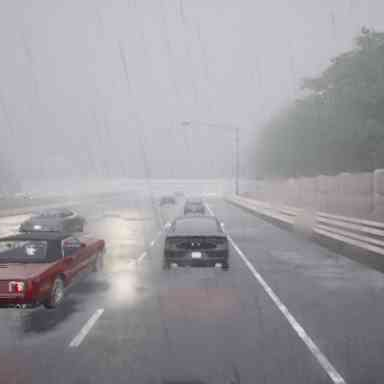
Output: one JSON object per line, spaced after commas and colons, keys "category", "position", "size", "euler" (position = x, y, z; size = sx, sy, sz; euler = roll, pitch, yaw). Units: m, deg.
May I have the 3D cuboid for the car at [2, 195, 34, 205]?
{"category": "car", "position": [-24.314, 1.102, 46.710], "size": [1.895, 1.301, 4.718], "euler": [0, 1, 1]}

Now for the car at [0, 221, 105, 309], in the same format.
{"category": "car", "position": [-3.489, 1.608, 7.792], "size": [1.895, 1.301, 4.718], "euler": [0, 0, 0]}

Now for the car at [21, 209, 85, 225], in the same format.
{"category": "car", "position": [-6.859, 1.525, 16.778], "size": [1.994, 1.385, 4.181], "euler": [0, 0, 0]}

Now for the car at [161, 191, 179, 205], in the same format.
{"category": "car", "position": [-3.251, 0.979, 46.694], "size": [1.882, 1.535, 5.008], "euler": [0, 1, 1]}

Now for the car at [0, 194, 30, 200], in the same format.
{"category": "car", "position": [-20.899, 1.188, 39.845], "size": [1.994, 1.385, 4.181], "euler": [0, 1, 1]}

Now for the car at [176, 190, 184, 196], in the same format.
{"category": "car", "position": [-2.912, 0.332, 76.061], "size": [2.097, 1.767, 4.553], "euler": [0, 1, 1]}

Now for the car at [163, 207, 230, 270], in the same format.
{"category": "car", "position": [0.122, 1.474, 11.102], "size": [1.882, 1.535, 5.008], "euler": [0, 0, 0]}

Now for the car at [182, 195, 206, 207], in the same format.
{"category": "car", "position": [0.213, 1.283, 30.353], "size": [2.128, 1.511, 4.902], "euler": [0, 1, 0]}
